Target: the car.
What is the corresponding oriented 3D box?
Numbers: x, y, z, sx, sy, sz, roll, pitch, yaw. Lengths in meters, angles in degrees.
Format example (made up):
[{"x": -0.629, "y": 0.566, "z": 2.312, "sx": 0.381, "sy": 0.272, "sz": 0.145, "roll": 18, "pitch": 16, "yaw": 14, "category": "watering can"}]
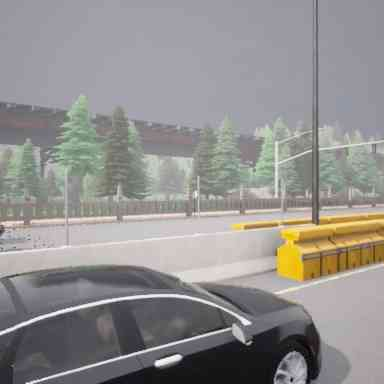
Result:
[{"x": -0.725, "y": 1.506, "z": 3.230, "sx": 4.892, "sy": 1.490, "sz": 1.837, "roll": 0, "pitch": 0, "yaw": -36, "category": "car"}]
